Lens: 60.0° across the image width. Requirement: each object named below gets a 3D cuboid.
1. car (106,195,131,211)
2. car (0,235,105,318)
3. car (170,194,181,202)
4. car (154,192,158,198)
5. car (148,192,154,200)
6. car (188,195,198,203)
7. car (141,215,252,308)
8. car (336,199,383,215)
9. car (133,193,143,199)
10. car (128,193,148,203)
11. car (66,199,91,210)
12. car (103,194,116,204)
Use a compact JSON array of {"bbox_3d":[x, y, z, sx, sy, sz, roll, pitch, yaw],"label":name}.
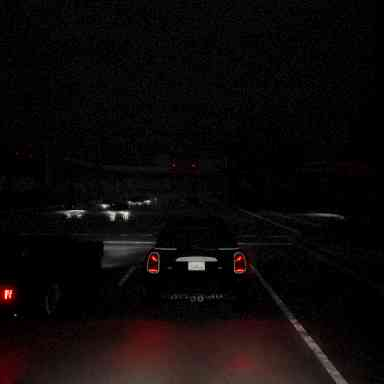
[{"bbox_3d":[-9.036,1.449,40.688,1.882,1.535,5.008,-1,0,-18],"label":"car"},{"bbox_3d":[-3.405,1.601,7.381,1.895,1.301,4.718,0,0,0],"label":"car"},{"bbox_3d":[-3.276,1.218,65.876,1.882,1.535,5.008,0,1,0],"label":"car"},{"bbox_3d":[-10.333,0.814,89.406,1.812,1.442,4.674,0,1,0],"label":"car"},{"bbox_3d":[-10.360,1.193,74.757,1.895,1.301,4.718,0,1,0],"label":"car"},{"bbox_3d":[0.217,1.263,62.236,1.882,1.535,5.008,0,1,0],"label":"car"},{"bbox_3d":[0.095,1.352,8.108,2.097,1.767,4.553,0,0,0],"label":"car"},{"bbox_3d":[16.744,1.505,32.771,4.892,1.490,1.837,0,0,-1],"label":"car"},{"bbox_3d":[-13.841,0.914,85.257,1.812,1.442,4.674,0,1,0],"label":"car"},{"bbox_3d":[-10.426,1.310,64.166,2.033,1.411,5.357,0,1,1],"label":"car"},{"bbox_3d":[-14.022,1.535,41.212,1.994,1.385,4.181,0,0,0],"label":"car"},{"bbox_3d":[-13.972,1.193,57.642,2.097,1.767,4.553,0,1,0],"label":"car"}]
